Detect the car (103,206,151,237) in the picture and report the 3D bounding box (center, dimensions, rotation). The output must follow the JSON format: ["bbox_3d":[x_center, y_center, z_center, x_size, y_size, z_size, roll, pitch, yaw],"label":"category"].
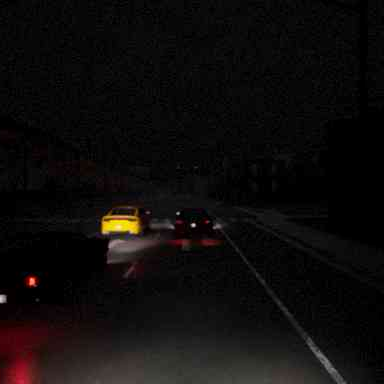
[{"bbox_3d":[-3.396,1.466,17.929,1.882,1.535,5.008,0,0,0],"label":"car"}]

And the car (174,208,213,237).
[{"bbox_3d":[0.096,1.553,17.903,1.994,1.385,4.181,0,0,1],"label":"car"}]

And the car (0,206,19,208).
[{"bbox_3d":[-13.994,1.178,23.072,2.033,1.411,5.357,0,0,0],"label":"car"}]

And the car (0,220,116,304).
[{"bbox_3d":[-3.400,1.595,8.076,1.895,1.301,4.718,0,0,0],"label":"car"}]
